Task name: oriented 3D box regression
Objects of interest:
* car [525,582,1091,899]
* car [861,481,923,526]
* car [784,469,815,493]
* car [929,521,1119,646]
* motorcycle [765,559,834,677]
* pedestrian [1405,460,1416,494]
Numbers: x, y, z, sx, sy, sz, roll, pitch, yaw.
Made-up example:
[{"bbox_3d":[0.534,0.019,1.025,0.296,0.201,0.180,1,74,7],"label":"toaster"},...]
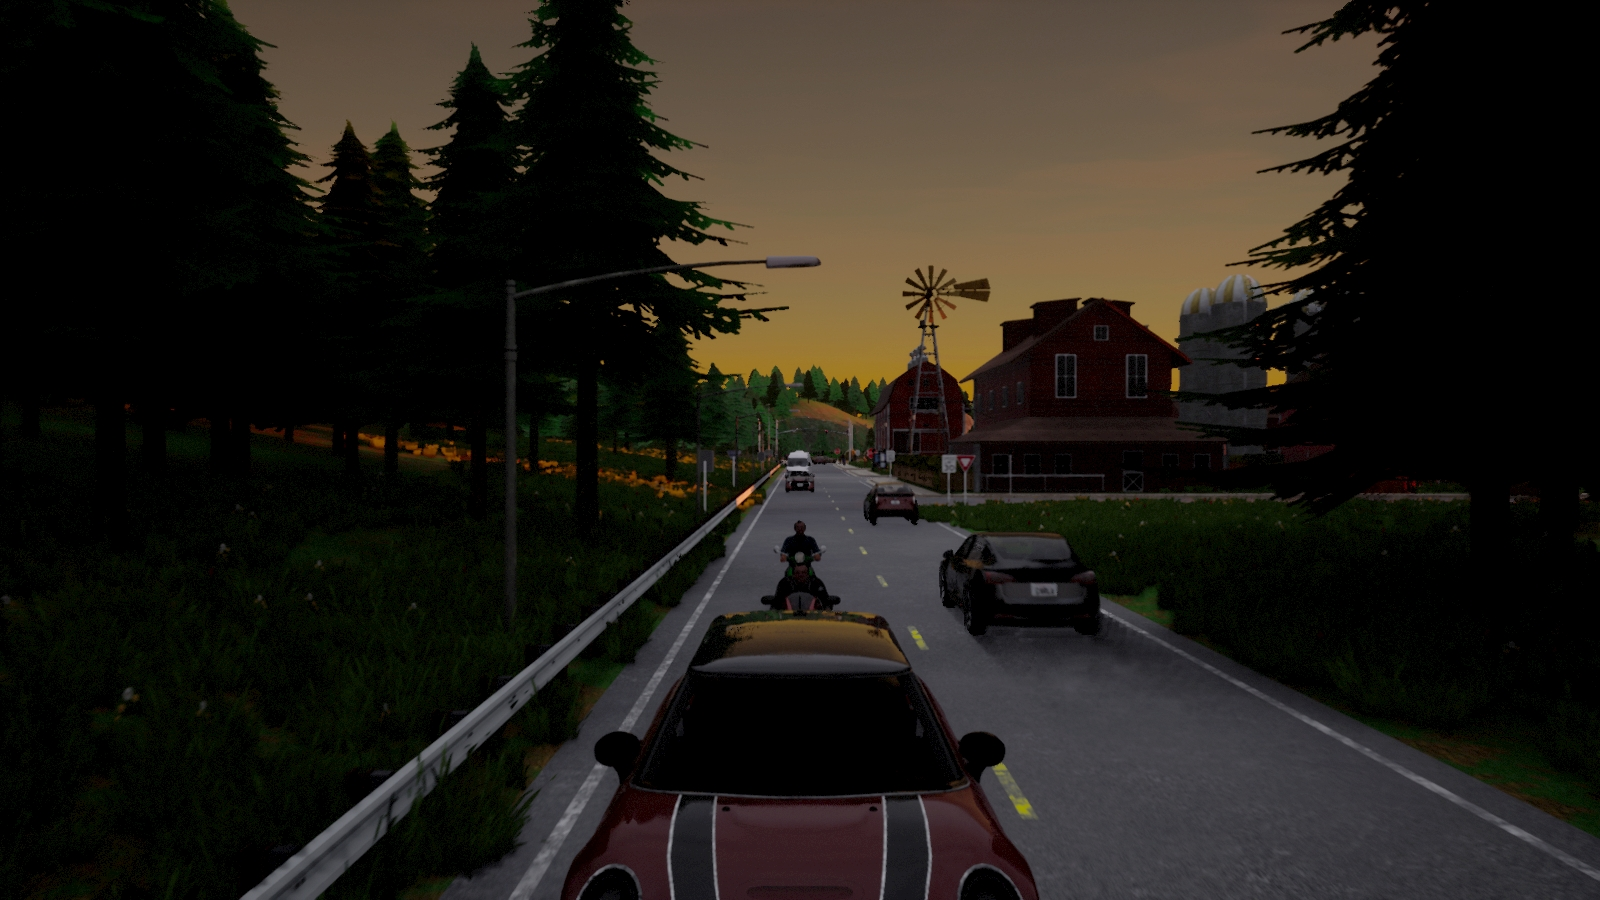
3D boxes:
[{"bbox_3d":[0.030,1.899,6.506,2.097,1.767,4.553,0,0,0],"label":"car"},{"bbox_3d":[3.493,2.010,43.974,2.007,1.525,4.514,0,0,0],"label":"car"},{"bbox_3d":[-0.006,2.015,74.309,1.970,1.475,3.806,0,0,0],"label":"car"},{"bbox_3d":[3.469,2.049,18.710,2.163,1.488,4.792,0,0,0],"label":"car"},{"bbox_3d":[-0.006,2.194,15.325,0.867,1.251,2.209,0,0,0],"label":"motorcycle"},{"bbox_3d":[34.086,1.512,63.774,0.375,1.860,0.375,0,0,0],"label":"pedestrian"}]
